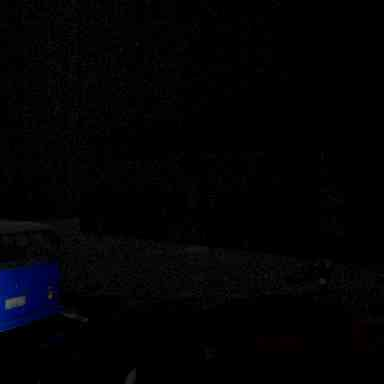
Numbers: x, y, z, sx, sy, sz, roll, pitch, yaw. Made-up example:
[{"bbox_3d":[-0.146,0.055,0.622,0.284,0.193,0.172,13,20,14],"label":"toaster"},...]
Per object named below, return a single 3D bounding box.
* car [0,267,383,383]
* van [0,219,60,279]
[{"bbox_3d":[0.548,1.544,2.574,4.507,1.381,1.887,0,0,36],"label":"car"},{"bbox_3d":[-4.026,1.341,5.837,3.998,1.788,1.690,0,0,36],"label":"van"}]
